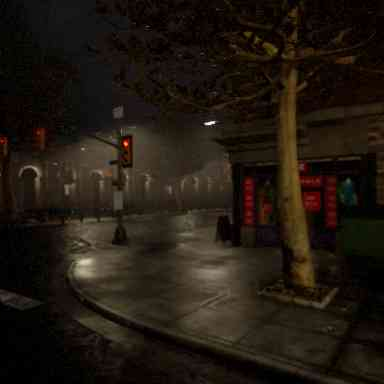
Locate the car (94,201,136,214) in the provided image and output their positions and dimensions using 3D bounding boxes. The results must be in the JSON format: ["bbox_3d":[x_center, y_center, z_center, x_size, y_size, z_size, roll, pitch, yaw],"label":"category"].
[{"bbox_3d":[-9.061,1.877,40.924,2.128,1.511,4.902,-1,-1,36],"label":"car"}]

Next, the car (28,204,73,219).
[{"bbox_3d":[-14.261,1.950,33.756,1.994,1.385,4.181,-1,-1,36],"label":"car"}]

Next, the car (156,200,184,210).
[{"bbox_3d":[-3.177,1.863,49.018,1.882,1.535,5.008,-1,-1,36],"label":"car"}]
